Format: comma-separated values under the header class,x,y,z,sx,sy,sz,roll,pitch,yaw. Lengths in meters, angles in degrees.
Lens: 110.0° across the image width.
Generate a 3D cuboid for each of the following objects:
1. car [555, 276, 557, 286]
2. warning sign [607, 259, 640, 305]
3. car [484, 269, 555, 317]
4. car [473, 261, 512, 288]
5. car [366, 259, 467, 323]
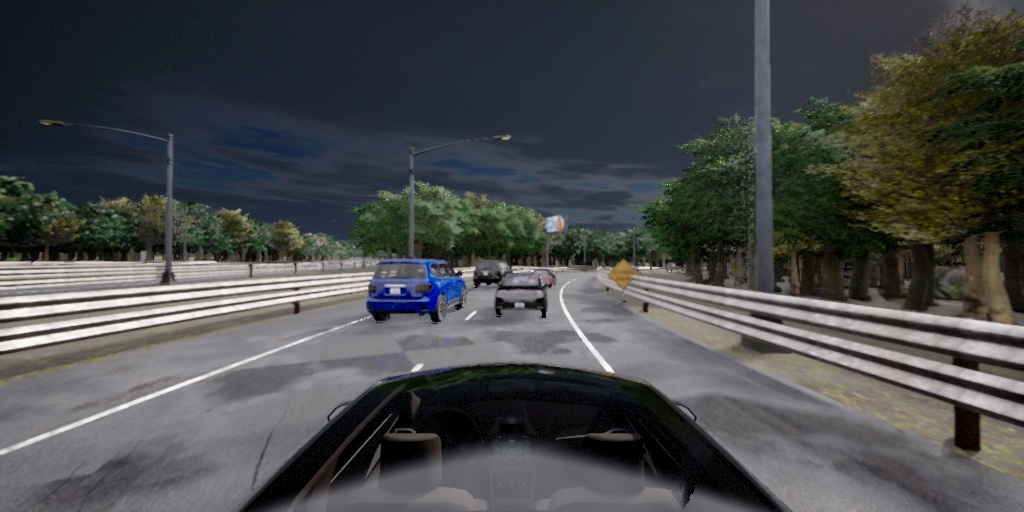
class,x,y,z,sx,sy,sz,roll,pitch,yaw
car,2.417,1.730,28.316,1.994,1.385,4.181,0,-1,12
warning sign,4.611,1.045,14.804,1.300,1.860,1.060,0,0,5
car,0.458,1.411,13.974,2.128,1.511,4.902,0,-1,5
car,-1.329,1.377,27.606,2.150,2.045,5.566,0,-1,11
car,-3.155,1.129,12.977,2.150,2.045,5.566,0,-1,4
